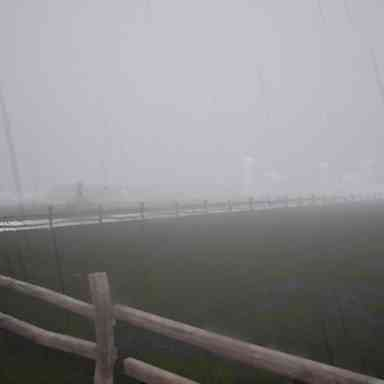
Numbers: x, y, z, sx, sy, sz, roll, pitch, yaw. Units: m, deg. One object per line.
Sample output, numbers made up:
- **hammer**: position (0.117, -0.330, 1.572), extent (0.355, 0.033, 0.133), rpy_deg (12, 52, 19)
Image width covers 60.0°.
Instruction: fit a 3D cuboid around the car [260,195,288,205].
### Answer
- **car**: position (12.378, 1.210, 50.096), extent (5.357, 1.411, 2.033), rpy_deg (-1, 1, -43)
